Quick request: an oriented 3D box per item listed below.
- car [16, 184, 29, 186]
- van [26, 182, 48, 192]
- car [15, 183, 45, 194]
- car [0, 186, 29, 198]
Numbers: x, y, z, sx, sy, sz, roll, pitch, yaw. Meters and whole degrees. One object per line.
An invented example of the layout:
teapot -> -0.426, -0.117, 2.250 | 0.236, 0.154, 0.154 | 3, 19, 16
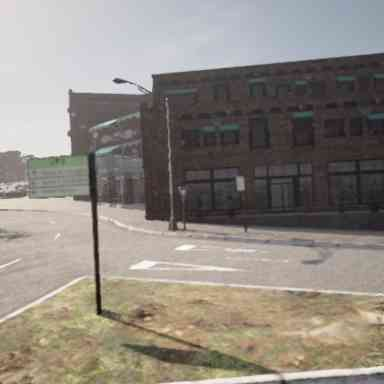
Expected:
car -> -34.409, -0.155, 67.187 | 5.366, 1.575, 1.946 | -4, 6, -32
van -> -36.944, -1.290, 79.073 | 4.442, 1.987, 1.878 | -4, 6, -32
car -> -35.573, -0.866, 73.182 | 5.566, 2.045, 2.435 | -4, 6, -32
car -> -32.967, 0.293, 61.354 | 4.892, 1.521, 2.231 | -4, 5, -32
